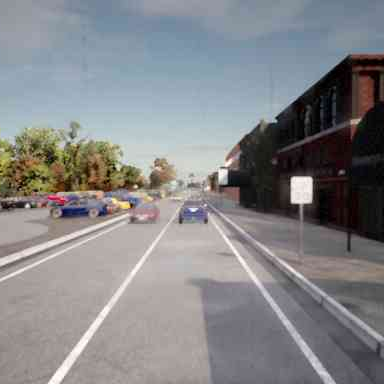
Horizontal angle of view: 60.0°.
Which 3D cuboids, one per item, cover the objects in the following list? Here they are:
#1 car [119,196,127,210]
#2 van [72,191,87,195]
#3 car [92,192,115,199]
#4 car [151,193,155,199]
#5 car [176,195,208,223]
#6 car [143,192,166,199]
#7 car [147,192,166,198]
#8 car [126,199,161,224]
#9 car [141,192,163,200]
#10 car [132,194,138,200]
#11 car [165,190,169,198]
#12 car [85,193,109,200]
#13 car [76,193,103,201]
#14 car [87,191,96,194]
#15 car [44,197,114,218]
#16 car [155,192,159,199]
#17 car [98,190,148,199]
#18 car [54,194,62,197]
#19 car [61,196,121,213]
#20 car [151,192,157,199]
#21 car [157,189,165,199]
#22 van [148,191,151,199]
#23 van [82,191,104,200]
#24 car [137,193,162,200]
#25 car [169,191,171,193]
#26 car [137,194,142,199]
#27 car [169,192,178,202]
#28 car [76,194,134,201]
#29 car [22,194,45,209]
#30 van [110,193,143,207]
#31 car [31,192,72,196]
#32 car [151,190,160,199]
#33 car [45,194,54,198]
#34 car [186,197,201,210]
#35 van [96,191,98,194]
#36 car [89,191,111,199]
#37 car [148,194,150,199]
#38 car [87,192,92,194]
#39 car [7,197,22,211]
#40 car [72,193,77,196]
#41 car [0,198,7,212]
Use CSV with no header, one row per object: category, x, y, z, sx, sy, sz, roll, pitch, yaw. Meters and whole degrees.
car,-9.365,1.389,33.689,4.674,1.452,2.002,0,0,0
van,-21.658,1.017,59.160,4.442,1.987,1.878,0,1,0
car,-21.627,0.818,81.625,5.008,1.535,2.097,0,1,0
car,-9.224,1.332,56.307,4.674,1.452,2.002,0,1,0
car,0.102,1.323,25.647,2.097,1.767,4.553,0,0,0
car,-9.249,0.813,81.743,5.366,1.575,1.946,0,1,0
car,-9.043,0.803,84.568,4.674,1.452,2.002,0,1,0
car,-3.345,1.502,24.515,1.812,1.442,4.674,0,0,0
car,-9.130,0.798,76.090,4.553,1.767,2.185,0,1,0
car,-9.322,1.342,39.341,5.008,1.535,2.097,0,0,0
car,-8.895,0.867,78.916,5.366,1.575,1.946,0,1,0
car,-21.673,0.925,75.980,5.008,1.535,2.097,0,1,0
car,-21.709,1.031,70.458,4.892,1.521,2.231,0,1,0
car,-21.709,1.013,64.685,4.553,1.767,2.185,0,1,0
car,-9.427,1.386,28.037,4.792,1.488,2.163,0,0,0
car,-9.181,1.190,61.966,5.008,1.535,2.097,0,1,0
car,-9.264,1.083,44.991,5.566,2.045,2.435,0,0,0
car,-21.822,1.359,47.726,4.792,1.488,2.163,0,0,0
car,-9.383,1.393,30.864,4.674,1.452,2.002,0,0,0
car,-9.201,1.283,59.142,4.674,1.452,2.002,0,1,0
car,-9.162,0.779,70.437,5.566,2.045,2.435,0,1,0
van,-9.357,1.095,53.348,4.442,1.987,1.878,0,0,0
van,-21.800,0.750,73.280,4.442,1.987,1.878,0,1,0
car,-9.301,0.973,73.268,5.366,1.575,1.946,0,1,0
car,-8.981,0.686,90.218,4.792,1.488,2.163,0,1,0
car,-9.315,1.338,42.166,5.008,1.535,2.097,0,0,0
car,-3.084,1.229,66.352,1.895,1.301,4.718,0,1,1
car,-9.531,1.342,36.516,5.366,1.575,1.946,0,0,0
car,-21.894,1.338,42.203,4.892,1.521,2.231,0,0,0
van,-9.391,1.105,47.818,4.442,1.987,1.878,0,0,0
car,-21.806,1.075,50.549,5.566,2.045,2.435,0,0,0
car,-9.200,1.011,64.789,4.553,1.767,2.185,0,1,0
car,-21.840,1.363,44.902,4.792,1.488,2.163,0,0,0
car,0.134,1.392,43.018,1.837,1.490,4.892,0,0,0
van,-21.839,0.857,67.630,4.442,1.987,1.878,0,1,0
car,-21.680,0.746,78.800,4.553,1.767,2.185,0,1,0
car,-9.260,1.368,50.643,4.674,1.452,2.002,0,0,0
car,-21.790,1.219,61.991,4.792,1.488,2.163,0,1,0
car,-21.920,1.344,36.431,5.008,1.535,2.097,0,0,0
car,-21.810,1.319,53.384,5.008,1.535,2.097,0,0,0
car,-21.911,1.222,33.732,4.553,1.767,2.185,0,0,0
